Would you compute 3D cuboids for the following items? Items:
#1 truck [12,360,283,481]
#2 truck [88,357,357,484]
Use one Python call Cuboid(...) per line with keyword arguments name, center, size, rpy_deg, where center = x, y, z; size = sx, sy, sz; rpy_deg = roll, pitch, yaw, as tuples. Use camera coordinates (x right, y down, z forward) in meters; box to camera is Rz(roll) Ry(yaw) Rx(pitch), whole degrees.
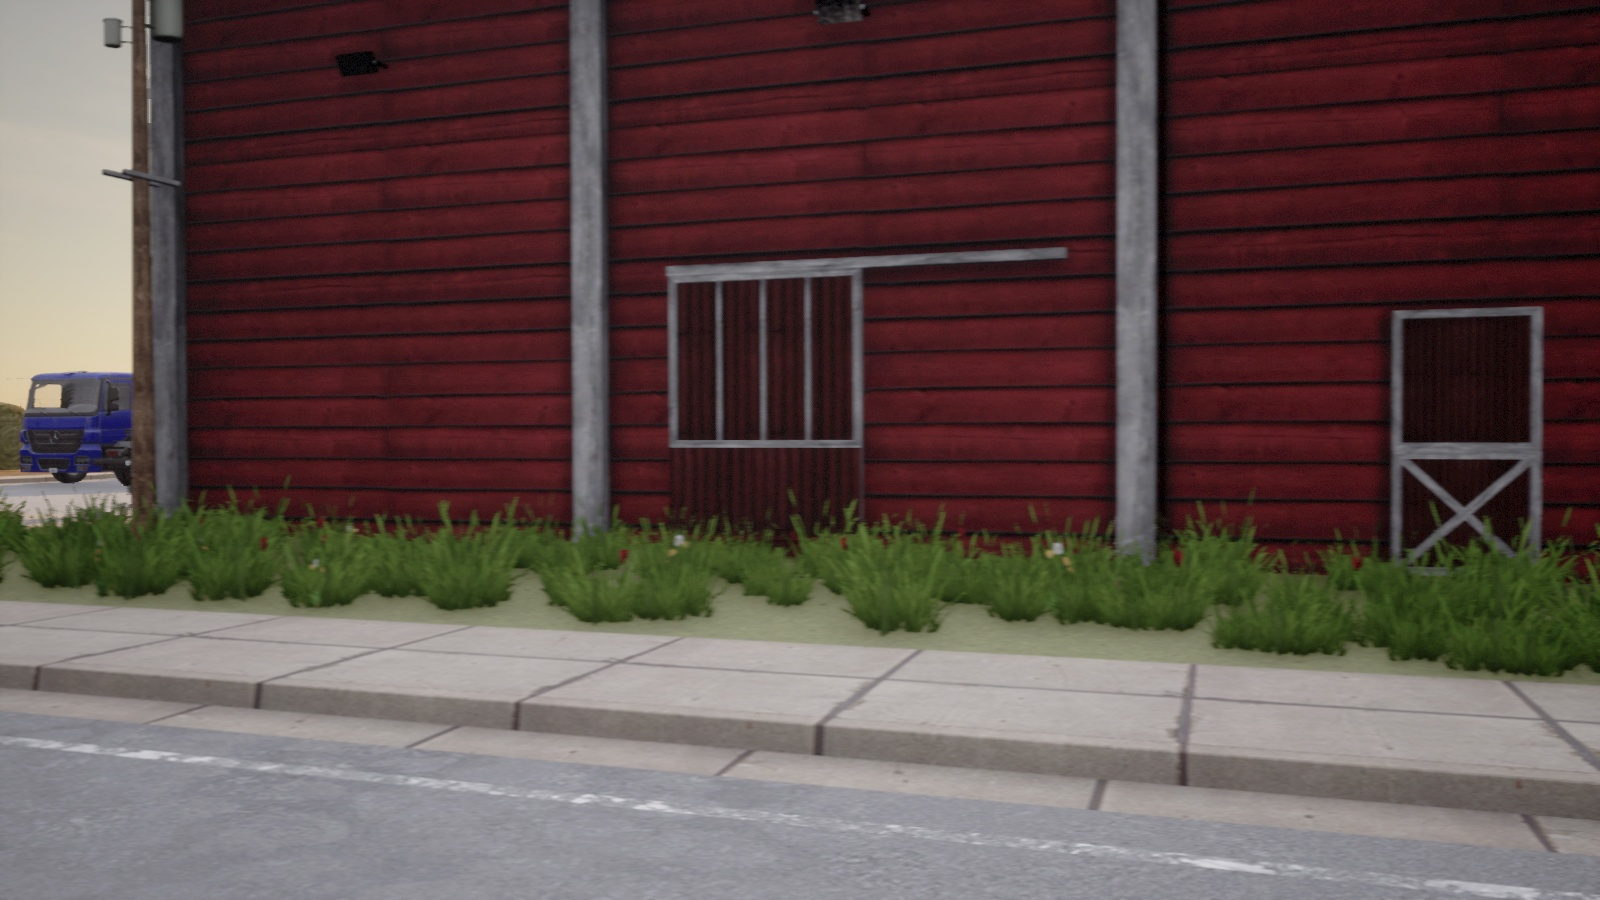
Cuboid(name="truck", center=(-20.521, -0.903, 40.191), size=(2.891, 3.462, 7.936), rpy_deg=(1, 1, 18))
Cuboid(name="truck", center=(-17.370, -0.865, 38.548), size=(2.891, 3.462, 7.936), rpy_deg=(0, 1, 18))
